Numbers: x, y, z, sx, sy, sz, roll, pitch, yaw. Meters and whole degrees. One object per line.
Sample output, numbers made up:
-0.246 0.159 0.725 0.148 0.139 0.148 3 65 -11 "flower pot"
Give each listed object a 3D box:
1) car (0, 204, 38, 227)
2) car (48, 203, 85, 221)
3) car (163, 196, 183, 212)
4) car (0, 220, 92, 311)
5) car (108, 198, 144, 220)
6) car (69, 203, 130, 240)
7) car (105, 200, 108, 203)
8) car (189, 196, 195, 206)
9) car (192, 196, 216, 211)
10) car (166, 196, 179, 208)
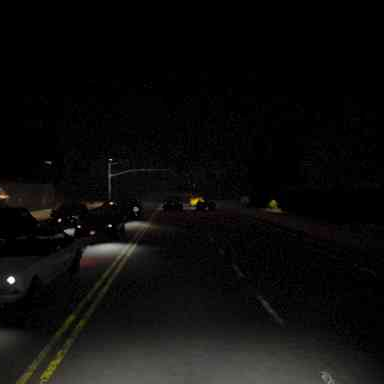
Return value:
-7.830 1.413 13.112 2.097 1.767 4.553 -1 0 -3 "car"
-8.432 1.533 23.228 1.837 1.490 4.892 -1 0 -3 "car"
-2.114 1.226 37.265 2.097 1.767 4.553 -1 0 -3 "car"
-4.005 1.627 7.902 1.895 1.301 4.718 -1 0 -4 "car"
-5.152 1.315 27.044 2.097 1.767 4.553 -1 0 -3 "car"
-4.560 1.521 17.081 1.812 1.442 4.674 -1 0 -4 "car"
-9.317 1.520 39.375 2.033 1.411 5.357 -1 0 -3 "car"
0.657 1.262 48.830 1.882 1.535 5.008 -1 1 -3 "car"
1.420 1.425 36.775 1.895 1.301 4.718 -1 0 -3 "car"
-2.815 1.346 48.237 1.837 1.490 4.892 -1 1 -3 "car"
